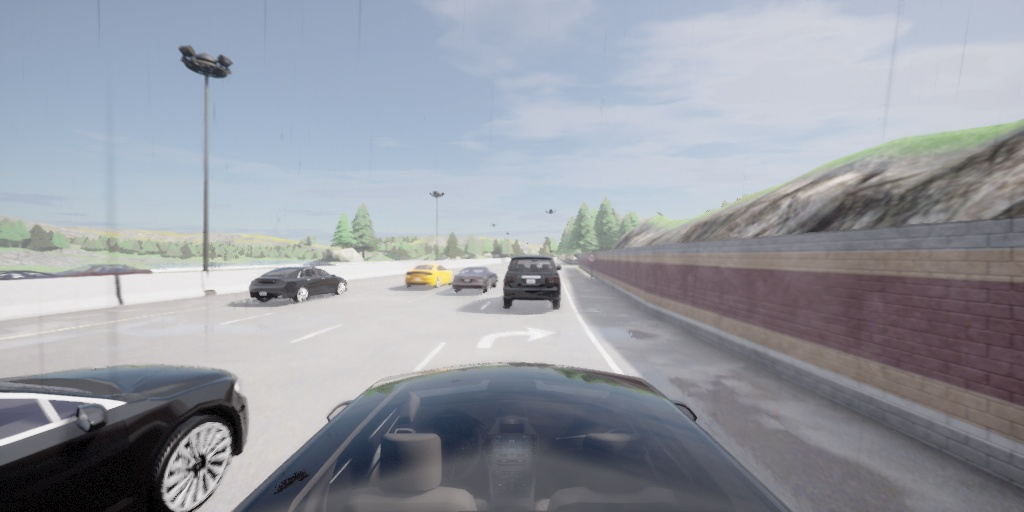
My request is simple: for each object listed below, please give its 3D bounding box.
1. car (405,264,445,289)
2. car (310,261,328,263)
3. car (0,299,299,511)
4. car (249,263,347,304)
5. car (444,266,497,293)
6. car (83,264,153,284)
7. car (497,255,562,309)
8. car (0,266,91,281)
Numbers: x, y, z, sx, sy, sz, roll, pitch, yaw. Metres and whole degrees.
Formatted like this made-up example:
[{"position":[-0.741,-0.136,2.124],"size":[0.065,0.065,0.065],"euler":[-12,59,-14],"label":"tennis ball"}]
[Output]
[{"position":[-5.269,1.232,23.398],"size":[1.882,1.535,5.008],"euler":[0,0,6],"label":"car"},{"position":[-21.352,1.261,39.080],"size":[2.033,1.411,5.357],"euler":[0,0,7],"label":"car"},{"position":[-3.328,1.229,1.320],"size":[2.128,1.511,4.902],"euler":[0,0,0],"label":"car"},{"position":[-9.487,1.236,16.390],"size":[1.837,1.490,4.892],"euler":[0,0,5],"label":"car"},{"position":[-2.031,1.310,20.886],"size":[2.033,1.411,5.357],"euler":[0,0,6],"label":"car"},{"position":[-26.617,1.225,23.171],"size":[2.033,1.411,5.357],"euler":[0,0,6],"label":"car"},{"position":[0.912,0.989,15.177],"size":[2.150,2.045,5.566],"euler":[0,0,5],"label":"car"},{"position":[-20.441,1.254,14.301],"size":[1.994,1.385,4.181],"euler":[0,0,5],"label":"car"}]
